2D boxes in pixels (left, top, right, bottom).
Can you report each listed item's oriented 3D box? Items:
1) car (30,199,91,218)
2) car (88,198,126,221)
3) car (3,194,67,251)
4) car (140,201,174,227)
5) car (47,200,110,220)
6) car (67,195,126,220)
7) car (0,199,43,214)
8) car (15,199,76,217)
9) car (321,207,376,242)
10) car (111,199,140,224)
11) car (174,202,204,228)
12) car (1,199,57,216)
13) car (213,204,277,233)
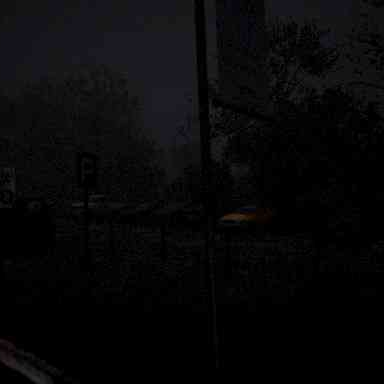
[{"bbox_3d":[-12.306,1.503,31.388,2.097,1.535,5.008,0,0,35],"label":"car"},{"bbox_3d":[-5.508,1.500,26.578,2.097,1.535,5.008,0,0,35],"label":"car"},{"bbox_3d":[-7.858,1.243,12.167,2.435,2.045,5.566,0,0,35],"label":"car"},{"bbox_3d":[-0.979,1.497,23.367,2.231,1.521,4.892,0,0,35],"label":"car"},{"bbox_3d":[-10.041,1.505,29.780,2.231,1.521,4.892,0,0,35],"label":"car"},{"bbox_3d":[-7.791,1.251,28.157,2.435,2.045,5.566,0,0,35],"label":"car"},{"bbox_3d":[-19.082,1.515,36.237,2.163,1.488,4.792,0,0,35],"label":"car"},{"bbox_3d":[-14.461,1.497,33.150,1.946,1.575,5.366,0,0,35],"label":"car"},{"bbox_3d":[8.056,1.518,16.914,2.163,1.488,4.792,0,0,35],"label":"car"},{"bbox_3d":[-3.244,1.498,24.972,2.097,1.535,5.008,0,0,35],"label":"car"},{"bbox_3d":[1.297,1.524,21.779,2.163,1.488,4.792,0,0,35],"label":"car"},{"bbox_3d":[-16.846,1.527,34.579,2.163,1.488,4.792,0,0,35],"label":"car"},{"bbox_3d":[3.437,1.489,19.998,1.946,1.575,5.366,0,0,35],"label":"car"}]
